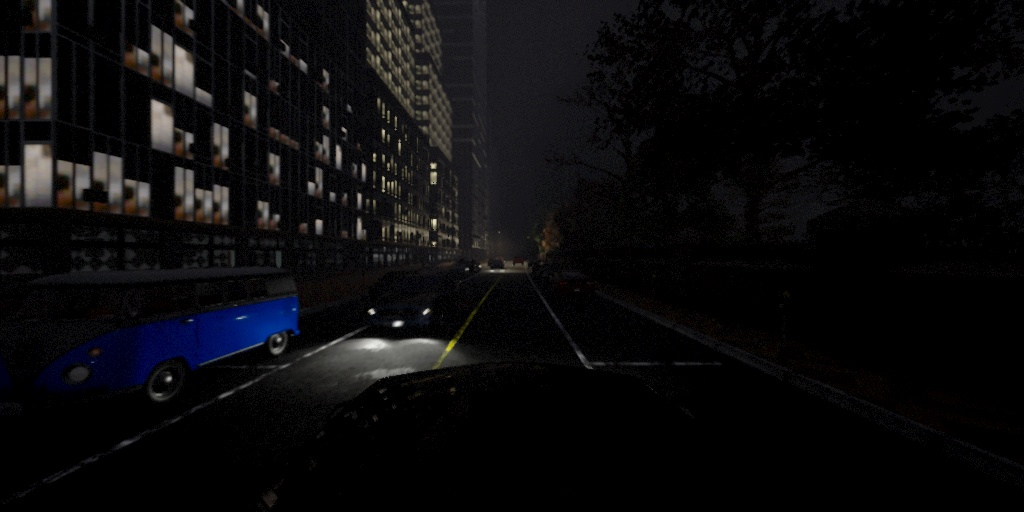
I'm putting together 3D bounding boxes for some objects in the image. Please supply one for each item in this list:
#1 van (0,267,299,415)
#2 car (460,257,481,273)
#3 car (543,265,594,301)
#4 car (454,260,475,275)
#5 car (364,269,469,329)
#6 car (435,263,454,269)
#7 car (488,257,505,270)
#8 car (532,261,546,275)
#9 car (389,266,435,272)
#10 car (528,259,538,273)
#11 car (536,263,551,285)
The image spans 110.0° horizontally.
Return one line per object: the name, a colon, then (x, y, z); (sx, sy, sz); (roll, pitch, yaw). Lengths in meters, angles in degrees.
van: (-5.312, 1.090, 5.887); (1.690, 1.789, 3.998); (0, 0, 0)
car: (-4.953, 1.081, 39.662); (2.192, 1.841, 5.009); (0, 0, 1)
car: (2.774, 1.303, 17.351); (1.888, 1.381, 4.507); (0, 0, 1)
car: (-5.054, 1.314, 34.033); (2.007, 1.370, 4.403); (0, 0, 1)
car: (-2.818, 1.301, 11.531); (2.033, 1.411, 5.357); (0, 0, 0)
car: (-5.203, 1.308, 22.778); (2.007, 1.370, 4.403); (0, 0, 0)
car: (-2.139, 1.301, 53.374); (1.812, 1.442, 4.674); (0, 0, 2)
car: (2.892, 1.330, 28.647); (1.948, 1.339, 4.313); (0, 0, 1)
car: (-5.253, 1.321, 17.142); (1.948, 1.339, 4.313); (0, 0, 0)
car: (3.078, 1.210, 39.936); (1.967, 1.591, 4.097); (0, 0, 1)
car: (2.825, 1.327, 22.997); (1.948, 1.339, 4.313); (0, 0, 1)
